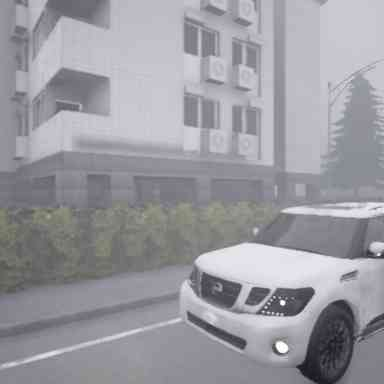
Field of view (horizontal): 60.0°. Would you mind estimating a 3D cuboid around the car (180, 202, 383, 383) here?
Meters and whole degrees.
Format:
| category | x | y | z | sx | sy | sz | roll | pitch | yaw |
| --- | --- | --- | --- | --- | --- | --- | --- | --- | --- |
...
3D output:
| category | x | y | z | sx | sy | sz | roll | pitch | yaw |
| --- | --- | --- | --- | --- | --- | --- | --- | --- | --- |
| car | 2.487 | 1.229 | 5.766 | 5.566 | 2.045 | 2.150 | 0 | 0 | -35 |
